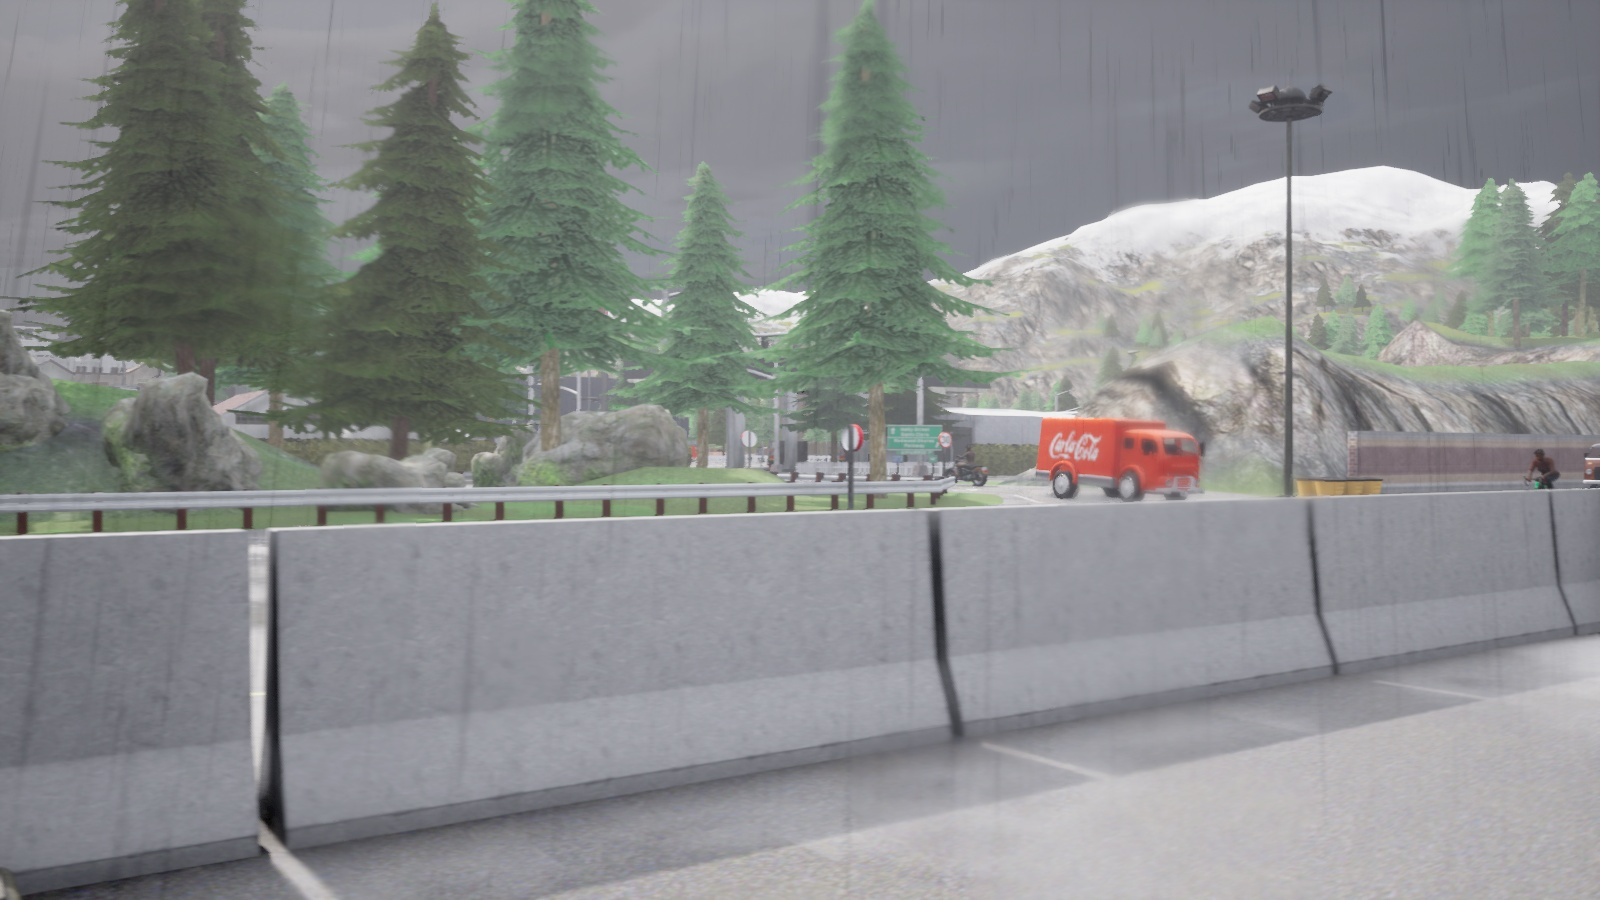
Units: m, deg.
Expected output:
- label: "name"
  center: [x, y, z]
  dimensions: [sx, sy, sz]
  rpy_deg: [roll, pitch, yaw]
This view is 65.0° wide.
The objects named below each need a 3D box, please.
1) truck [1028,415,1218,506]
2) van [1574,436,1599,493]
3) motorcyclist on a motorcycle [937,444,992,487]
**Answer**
- label: "truck"
  center: [9.731, 0.254, 38.313]
  dimensions: [2.627, 2.467, 5.204]
  rpy_deg: [1, 2, -29]
- label: "van"
  center: [30.766, 0.517, 46.391]
  dimensions: [4.480, 2.038, 2.069]
  rpy_deg: [0, 0, -35]
- label: "motorcyclist on a motorcycle"
  center: [6.459, 0.607, 49.458]
  dimensions: [0.766, 1.649, 2.350]
  rpy_deg: [0, 0, -35]
